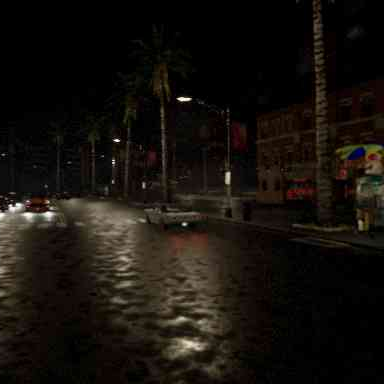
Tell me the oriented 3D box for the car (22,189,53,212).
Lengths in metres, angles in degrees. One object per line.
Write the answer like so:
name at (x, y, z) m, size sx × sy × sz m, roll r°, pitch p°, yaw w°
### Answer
car at (-14.873, 0.911, 32.179) m, size 2.097 × 1.767 × 4.553 m, roll -1°, pitch 1°, yaw -24°

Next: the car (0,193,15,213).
car at (-18.195, 1.136, 31.045) m, size 2.033 × 1.411 × 5.357 m, roll -1°, pitch 1°, yaw -24°

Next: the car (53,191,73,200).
car at (-22.658, 0.754, 58.244) m, size 1.994 × 1.385 × 4.181 m, roll -1°, pitch 1°, yaw -28°

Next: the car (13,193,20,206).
car at (-22.016, 0.995, 39.737) m, size 1.812 × 1.442 × 4.674 m, roll -1°, pitch 1°, yaw -24°

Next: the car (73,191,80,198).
car at (-24.335, 0.572, 67.934) m, size 1.812 × 1.442 × 4.674 m, roll -1°, pitch 1°, yaw -36°

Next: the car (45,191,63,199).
car at (-27.724, 0.604, 66.709) m, size 2.128 × 1.511 × 4.902 m, roll -1°, pitch 1°, yaw -36°

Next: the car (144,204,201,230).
car at (-1.279, 1.313, 18.903) m, size 1.895 × 1.301 × 4.718 m, roll -1°, pitch 1°, yaw -24°

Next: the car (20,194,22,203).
car at (-26.088, 0.835, 48.995) m, size 2.128 × 1.511 × 4.902 m, roll -1°, pitch 1°, yaw -24°
